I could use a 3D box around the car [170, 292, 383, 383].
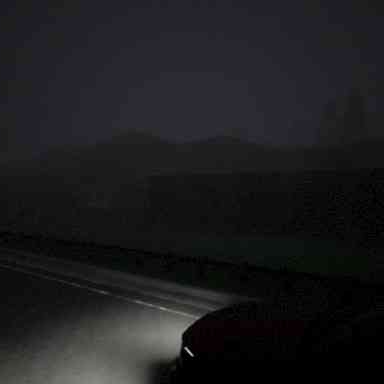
[{"bbox_3d":[1.979,1.526,2.587,4.674,1.442,1.812,0,0,36],"label":"car"}]
